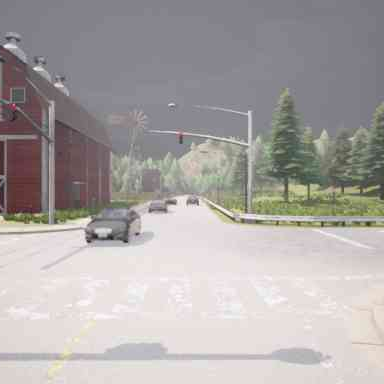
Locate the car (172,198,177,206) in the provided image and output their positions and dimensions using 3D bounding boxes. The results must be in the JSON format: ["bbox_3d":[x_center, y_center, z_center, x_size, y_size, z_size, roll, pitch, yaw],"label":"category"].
[{"bbox_3d":[-3.471,1.601,54.993,1.895,1.301,4.718,0,0,0],"label":"car"}]

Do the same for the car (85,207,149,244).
[{"bbox_3d":[-3.566,1.479,15.766,2.128,1.511,4.902,0,0,0],"label":"car"}]

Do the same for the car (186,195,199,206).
[{"bbox_3d":[0.112,1.352,55.632,2.097,1.767,4.553,0,0,0],"label":"car"}]

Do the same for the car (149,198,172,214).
[{"bbox_3d":[-3.525,1.525,35.818,1.812,1.442,4.674,0,0,0],"label":"car"}]
